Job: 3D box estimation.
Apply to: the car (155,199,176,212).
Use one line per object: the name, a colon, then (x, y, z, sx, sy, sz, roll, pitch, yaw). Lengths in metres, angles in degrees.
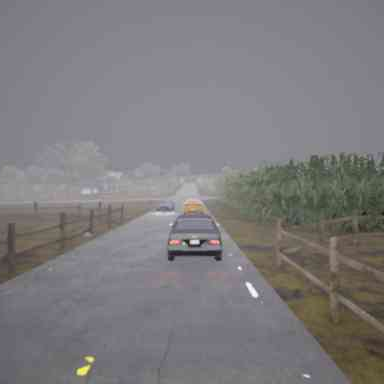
car: (-2.842, 1.470, 36.319, 1.994, 1.385, 4.181, 0, 1, 0)

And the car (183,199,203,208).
car: (0.098, 1.409, 33.383, 1.882, 1.535, 5.008, 0, 0, 0)

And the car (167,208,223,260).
car: (0.089, 1.539, 12.422, 2.033, 1.411, 5.357, 0, 0, 0)
